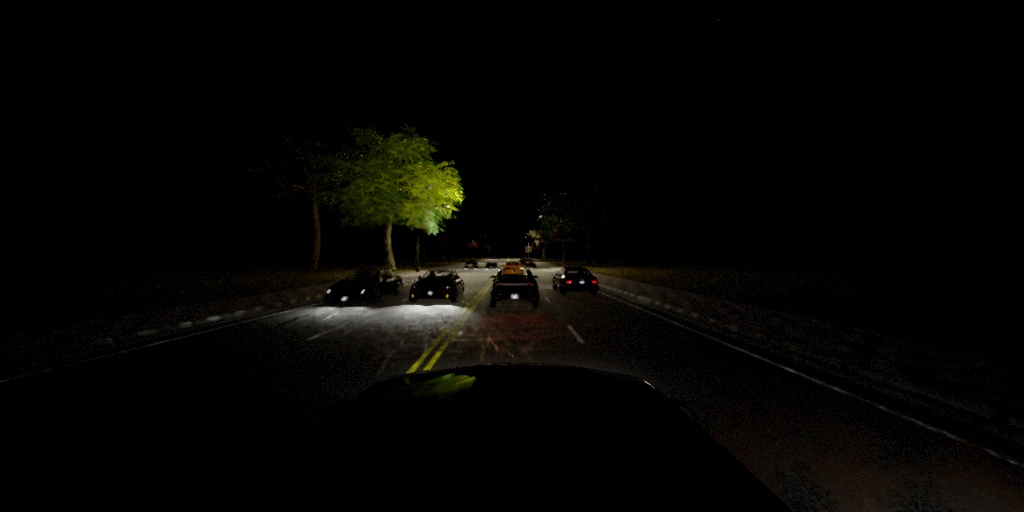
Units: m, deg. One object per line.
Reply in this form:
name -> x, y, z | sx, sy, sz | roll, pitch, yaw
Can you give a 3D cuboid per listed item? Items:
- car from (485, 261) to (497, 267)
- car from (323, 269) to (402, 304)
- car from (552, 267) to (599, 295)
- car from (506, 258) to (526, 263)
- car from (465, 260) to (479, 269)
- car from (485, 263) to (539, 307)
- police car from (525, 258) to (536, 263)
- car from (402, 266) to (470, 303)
car -> -3.286, 1.387, 58.502 | 1.895, 1.301, 4.718 | 0, 0, 1
car -> -6.597, 1.304, 16.773 | 2.033, 1.411, 5.357 | 0, 0, 0
car -> 3.349, 1.306, 19.682 | 2.033, 1.411, 5.357 | 0, 0, 0
car -> 0.098, 1.244, 34.603 | 1.882, 1.535, 5.008 | 0, 0, 0
car -> -6.541, 1.311, 58.539 | 1.812, 1.442, 4.674 | 0, 0, 1
car -> 0.099, 1.248, 15.346 | 2.128, 1.511, 4.902 | 0, 0, 0
police car -> 3.246, 1.296, 63.683 | 2.038, 1.542, 4.974 | 0, 0, 0
car -> -3.347, 1.321, 16.635 | 1.994, 1.385, 4.181 | 0, 0, 0
